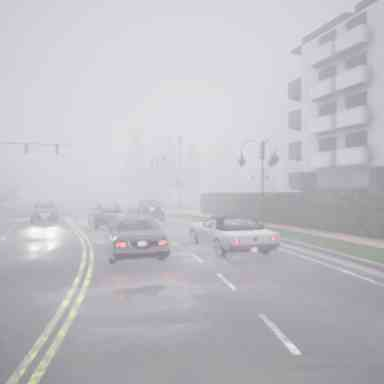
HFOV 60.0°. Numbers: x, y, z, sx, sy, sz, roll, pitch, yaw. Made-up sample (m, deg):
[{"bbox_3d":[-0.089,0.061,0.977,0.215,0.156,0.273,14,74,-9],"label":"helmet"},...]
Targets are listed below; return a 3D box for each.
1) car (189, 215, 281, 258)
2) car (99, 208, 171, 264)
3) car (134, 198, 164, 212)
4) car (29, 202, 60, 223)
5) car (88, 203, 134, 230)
[{"bbox_3d":[1.345,1.545,12.752,1.895,1.301,4.718,0,0,-17],"label":"car"},{"bbox_3d":[-2.113,1.515,11.875,2.033,1.411,5.357,0,0,-16],"label":"car"},{"bbox_3d":[-3.660,1.277,25.634,2.097,1.767,4.553,0,0,-22],"label":"car"},{"bbox_3d":[-11.090,1.490,25.047,2.128,1.511,4.902,0,0,-24],"label":"car"},{"bbox_3d":[-5.429,1.443,21.038,2.128,1.511,4.902,0,0,-23],"label":"car"}]
